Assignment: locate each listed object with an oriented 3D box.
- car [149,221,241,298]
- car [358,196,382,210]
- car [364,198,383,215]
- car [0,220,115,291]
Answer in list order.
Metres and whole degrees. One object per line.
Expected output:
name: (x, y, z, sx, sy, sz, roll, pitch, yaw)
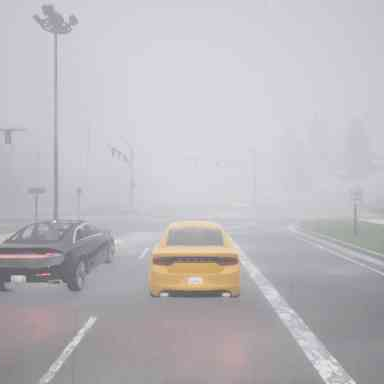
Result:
car: (0.072, 1.478, 8.578, 1.882, 1.535, 5.008, 0, 0, 0)
car: (22.166, 1.491, 39.137, 4.902, 1.511, 2.128, 0, 0, 0)
car: (20.035, 1.547, 32.122, 5.357, 1.411, 2.033, 0, 0, 0)
car: (-3.420, 1.491, 8.962, 2.128, 1.511, 4.902, 0, 0, 0)
